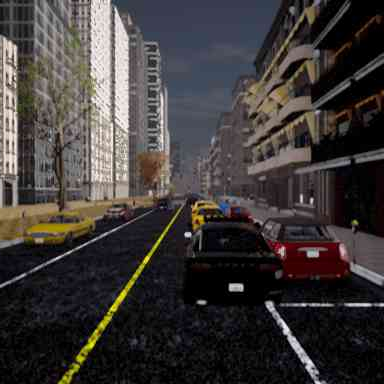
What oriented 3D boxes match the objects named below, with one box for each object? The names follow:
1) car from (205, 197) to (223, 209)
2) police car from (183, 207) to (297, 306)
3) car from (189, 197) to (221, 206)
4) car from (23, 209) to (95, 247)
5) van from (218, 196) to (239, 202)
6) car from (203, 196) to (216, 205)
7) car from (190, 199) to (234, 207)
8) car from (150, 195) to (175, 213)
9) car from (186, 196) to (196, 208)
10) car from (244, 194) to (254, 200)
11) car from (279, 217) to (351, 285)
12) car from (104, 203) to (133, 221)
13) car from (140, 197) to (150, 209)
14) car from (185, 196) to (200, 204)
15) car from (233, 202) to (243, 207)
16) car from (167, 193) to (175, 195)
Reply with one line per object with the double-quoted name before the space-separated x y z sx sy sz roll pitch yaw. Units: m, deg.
"car" 2.762 1.415 42.568 2.008 1.369 4.403 0 0 0
"police car" 0.823 1.396 8.178 1.930 1.638 5.238 0 0 2
"car" 0.941 1.398 24.044 1.882 1.535 5.008 0 0 0
"car" -5.665 1.474 14.749 1.752 1.417 4.829 0 0 0
"van" 2.734 1.255 25.969 1.690 1.788 3.998 0 0 0
"car" 2.780 1.385 53.634 2.008 1.369 4.403 0 0 0
"car" 0.932 1.393 18.234 1.801 1.575 5.366 0 0 0
"car" -3.016 1.389 36.090 1.837 1.490 4.892 0 0 0
"car" 0.112 1.332 46.089 1.882 1.535 5.008 0 0 0
"car" 13.549 1.130 73.021 4.403 1.369 2.008 -1 1 0
"car" 2.706 1.407 9.371 1.967 1.590 4.097 0 0 0
"car" -5.647 1.495 25.985 1.802 1.307 4.206 0 0 0
"car" -5.619 1.390 42.412 1.752 1.417 4.829 0 0 0
"car" 0.132 1.421 59.164 1.895 1.301 4.718 0 0 8
"car" 2.724 1.513 20.438 1.802 1.307 4.206 0 0 0
"car" -5.547 1.080 86.035 2.192 1.841 5.009 0 0 0
